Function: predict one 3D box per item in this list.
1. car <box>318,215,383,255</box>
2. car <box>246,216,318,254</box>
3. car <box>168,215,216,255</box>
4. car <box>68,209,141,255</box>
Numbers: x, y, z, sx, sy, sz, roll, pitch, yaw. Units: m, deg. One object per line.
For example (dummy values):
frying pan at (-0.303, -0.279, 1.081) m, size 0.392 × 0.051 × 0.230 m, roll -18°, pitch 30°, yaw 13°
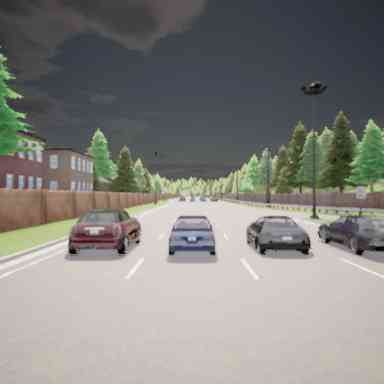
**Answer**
car at (7.022, 1.677, 13.882) m, size 2.033 × 1.411 × 5.357 m, roll 0°, pitch -1°, yaw 1°
car at (3.530, 1.698, 14.235) m, size 1.994 × 1.385 × 4.181 m, roll 0°, pitch 0°, yaw 1°
car at (0.022, 1.678, 13.942) m, size 2.033 × 1.411 × 5.357 m, roll 0°, pitch -1°, yaw 1°
car at (-3.475, 1.482, 14.065) m, size 2.097 × 1.767 × 4.553 m, roll 0°, pitch -1°, yaw 1°
